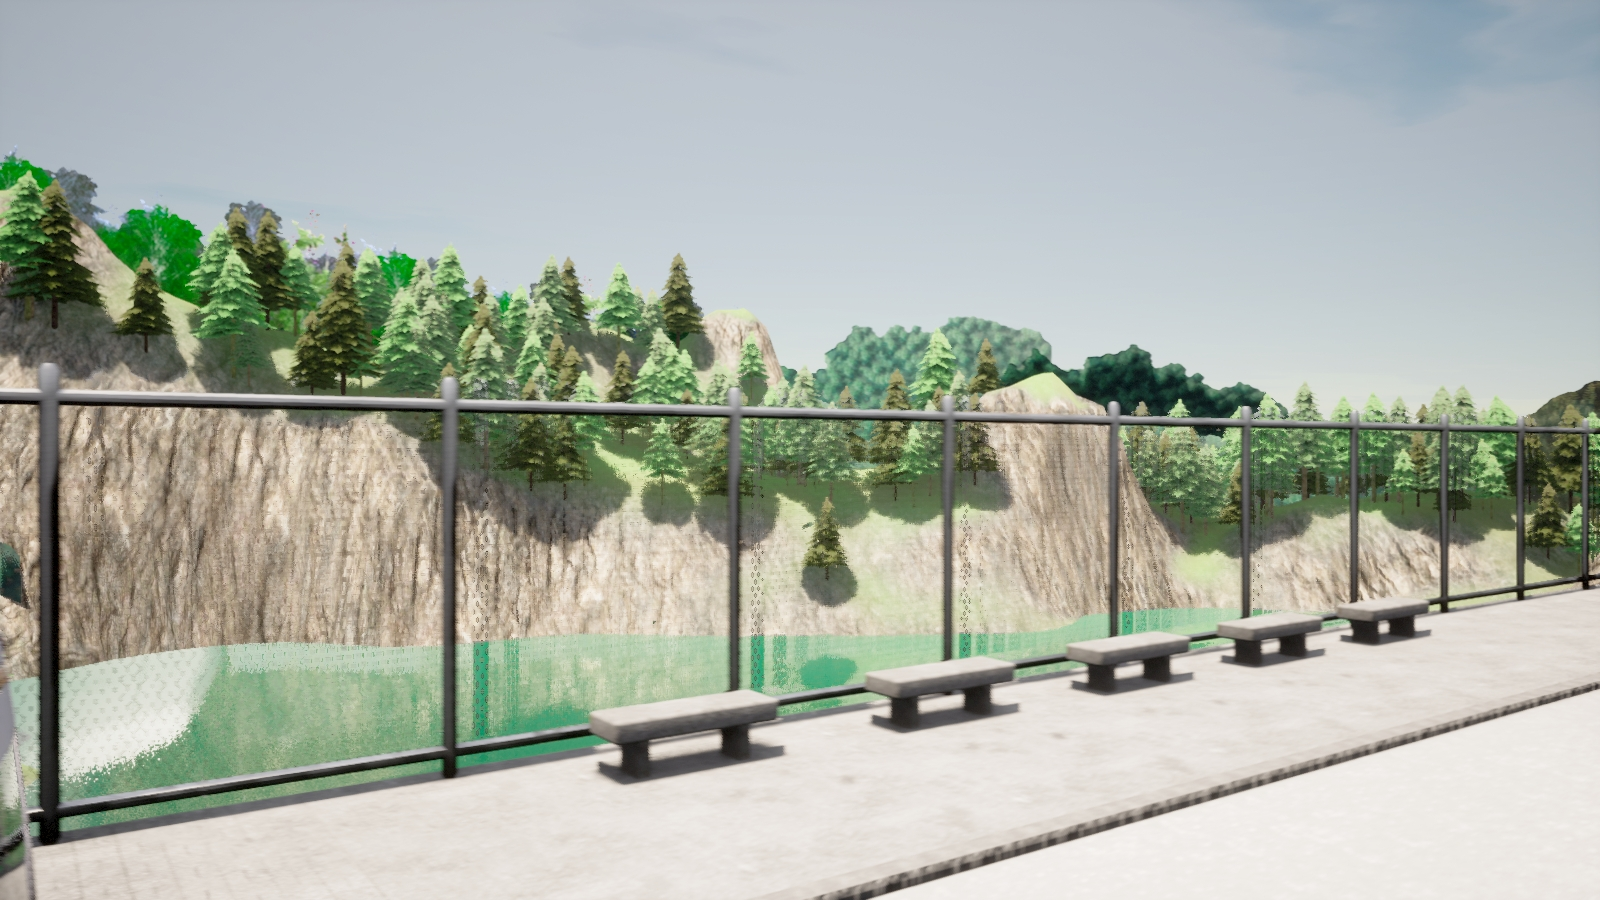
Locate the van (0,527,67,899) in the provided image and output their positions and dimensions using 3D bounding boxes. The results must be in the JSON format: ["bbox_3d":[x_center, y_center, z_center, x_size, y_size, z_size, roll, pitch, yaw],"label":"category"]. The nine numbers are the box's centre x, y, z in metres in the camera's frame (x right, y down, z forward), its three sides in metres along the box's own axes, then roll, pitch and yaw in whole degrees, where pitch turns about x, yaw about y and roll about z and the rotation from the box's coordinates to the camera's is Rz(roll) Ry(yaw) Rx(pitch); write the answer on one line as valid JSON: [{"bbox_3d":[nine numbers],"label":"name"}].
[{"bbox_3d":[-4.401,1.535,1.310,5.915,2.561,1.988,0,0,-35],"label":"van"}]
